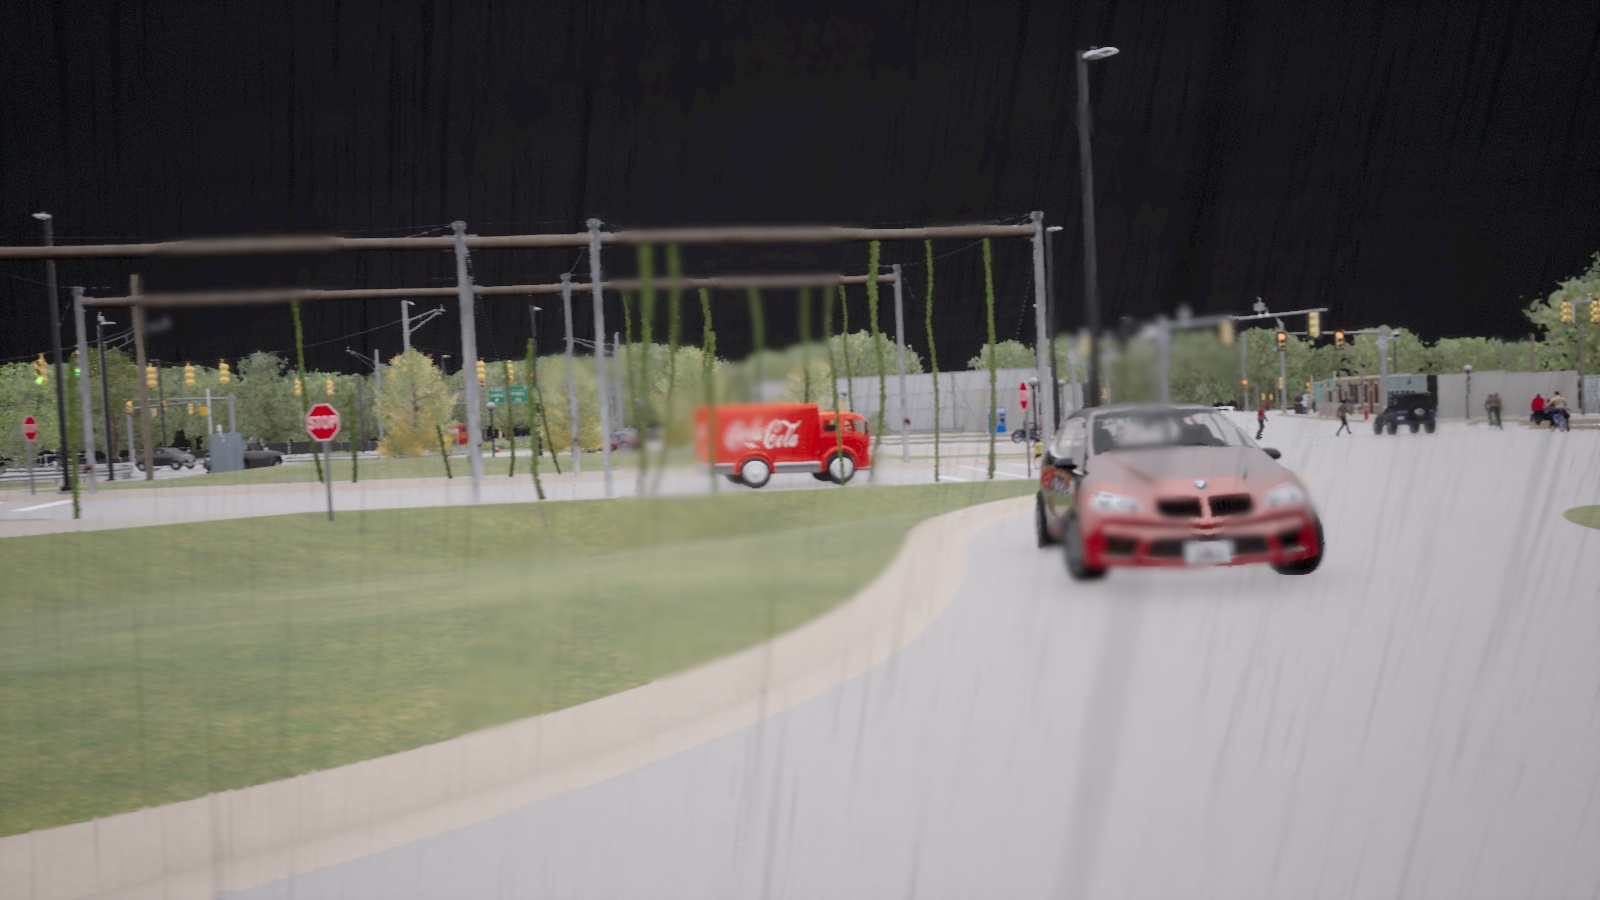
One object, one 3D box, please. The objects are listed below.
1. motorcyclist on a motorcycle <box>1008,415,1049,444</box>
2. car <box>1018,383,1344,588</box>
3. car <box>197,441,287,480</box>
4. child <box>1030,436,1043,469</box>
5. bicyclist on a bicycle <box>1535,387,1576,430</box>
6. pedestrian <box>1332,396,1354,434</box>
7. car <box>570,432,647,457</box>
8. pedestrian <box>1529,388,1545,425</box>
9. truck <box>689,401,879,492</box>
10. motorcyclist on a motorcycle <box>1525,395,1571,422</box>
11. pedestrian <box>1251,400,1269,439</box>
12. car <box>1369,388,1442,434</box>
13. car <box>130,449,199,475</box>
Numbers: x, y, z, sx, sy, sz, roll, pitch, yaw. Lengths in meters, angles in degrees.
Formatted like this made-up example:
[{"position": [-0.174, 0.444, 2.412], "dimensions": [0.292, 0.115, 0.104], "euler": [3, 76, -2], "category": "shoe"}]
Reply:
[{"position": [13.757, -1.238, 75.526], "dimensions": [2.350, 1.649, 0.766], "euler": [-1, 2, 7], "category": "motorcyclist on a motorcycle"}, {"position": [3.694, 0.259, 13.193], "dimensions": [2.242, 1.667, 4.611], "euler": [-3, 1, 4], "category": "car"}, {"position": [-29.215, 0.527, 65.883], "dimensions": [1.932, 1.855, 4.605], "euler": [-3, 0, 11], "category": "car"}, {"position": [7.946, 0.079, 42.222], "dimensions": [0.255, 1.110, 0.394], "euler": [-3, 2, -6], "category": "child"}, {"position": [29.274, -1.597, 48.682], "dimensions": [0.866, 1.612, 1.509], "euler": [-3, 1, 12], "category": "bicyclist on a bicycle"}, {"position": [26.233, -1.691, 60.685], "dimensions": [0.869, 1.805, 0.328], "euler": [-4, 2, -15], "category": "pedestrian"}, {"position": [-13.213, -0.389, 86.950], "dimensions": [4.792, 1.488, 2.163], "euler": [-2, 1, 8], "category": "car"}, {"position": [38.178, -2.252, 65.074], "dimensions": [0.634, 1.844, 0.899], "euler": [-2, 3, 30], "category": "pedestrian"}, {"position": [-0.522, -0.151, 38.044], "dimensions": [5.204, 2.467, 2.627], "euler": [-2, 2, -14], "category": "truck"}, {"position": [44.594, -2.485, 74.877], "dimensions": [2.191, 1.530, 0.866], "euler": [-1, 1, 10], "category": "motorcyclist on a motorcycle"}, {"position": [22.286, -1.501, 60.841], "dimensions": [0.636, 1.846, 0.331], "euler": [-3, 2, 0], "category": "pedestrian"}, {"position": [27.036, -1.701, 56.217], "dimensions": [1.905, 1.878, 3.866], "euler": [-3, 0, 11], "category": "car"}, {"position": [-42.847, 0.808, 84.655], "dimensions": [3.705, 1.549, 1.789], "euler": [-3, 2, 9], "category": "car"}]
